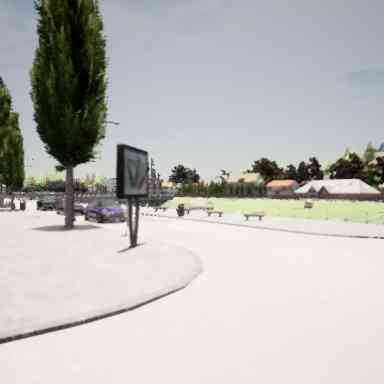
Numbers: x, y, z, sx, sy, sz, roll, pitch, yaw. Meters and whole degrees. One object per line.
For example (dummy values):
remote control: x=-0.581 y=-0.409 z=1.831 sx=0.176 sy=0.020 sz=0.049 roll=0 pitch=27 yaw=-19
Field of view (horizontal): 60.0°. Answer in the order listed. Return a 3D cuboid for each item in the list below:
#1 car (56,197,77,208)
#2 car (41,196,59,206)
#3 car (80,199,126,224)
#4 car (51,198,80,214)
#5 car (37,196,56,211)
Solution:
car: x=-18.961 y=1.559 z=49.988 sx=1.812 sy=1.442 sz=4.674 roll=0 pitch=0 yaw=-35
car: x=-24.895 y=1.511 z=58.294 sx=1.882 sy=1.535 sz=5.008 roll=0 pitch=0 yaw=-36
car: x=-6.600 y=1.376 z=25.462 sx=2.097 sy=1.767 sz=4.553 roll=0 pitch=0 yaw=-36
car: x=-12.132 y=1.571 z=33.211 sx=2.033 sy=1.411 sz=5.357 roll=0 pitch=0 yaw=-36
car: x=-17.906 y=1.501 z=41.341 sx=1.882 sy=1.535 sz=5.008 roll=0 pitch=0 yaw=-36
